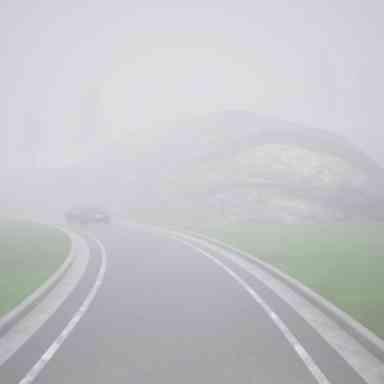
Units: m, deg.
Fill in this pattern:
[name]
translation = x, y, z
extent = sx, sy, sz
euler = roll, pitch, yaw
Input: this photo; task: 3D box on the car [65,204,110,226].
[car]
translation = -7.343, 1.524, 23.208
extent = 1.994, 1.385, 4.181
euler = 0, 0, -38
